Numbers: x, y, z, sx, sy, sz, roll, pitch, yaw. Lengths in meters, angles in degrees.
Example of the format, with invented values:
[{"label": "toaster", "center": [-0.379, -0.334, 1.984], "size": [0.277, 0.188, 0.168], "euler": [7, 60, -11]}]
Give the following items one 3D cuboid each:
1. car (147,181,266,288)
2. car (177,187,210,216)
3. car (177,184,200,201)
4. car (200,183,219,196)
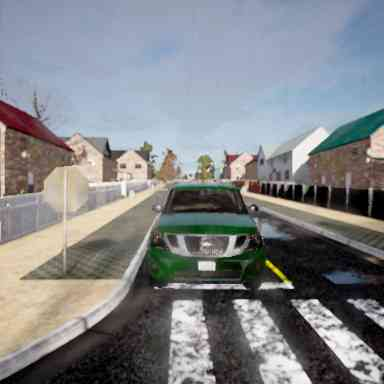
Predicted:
[{"label": "car", "center": [0.323, 0.772, 8.326], "size": [2.150, 2.045, 5.566], "euler": [1, 3, 1]}, {"label": "car", "center": [0.006, 0.495, 20.946], "size": [1.837, 1.490, 4.892], "euler": [0, 2, -2]}, {"label": "car", "center": [-0.427, 0.006, 32.816], "size": [2.033, 1.411, 5.357], "euler": [0, 3, -2]}, {"label": "car", "center": [2.115, -0.391, 42.207], "size": [2.033, 1.411, 5.357], "euler": [0, 3, -2]}]
